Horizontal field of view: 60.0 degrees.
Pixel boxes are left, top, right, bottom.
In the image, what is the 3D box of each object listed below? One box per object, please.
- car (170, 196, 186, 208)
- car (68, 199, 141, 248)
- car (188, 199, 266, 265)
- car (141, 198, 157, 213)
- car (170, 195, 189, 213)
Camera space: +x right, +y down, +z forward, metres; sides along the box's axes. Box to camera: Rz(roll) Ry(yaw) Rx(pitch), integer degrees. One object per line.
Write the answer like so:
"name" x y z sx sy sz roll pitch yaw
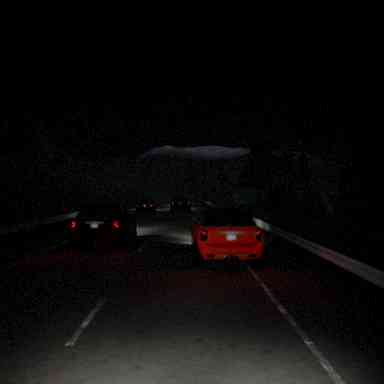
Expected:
"car" -1.982 1.279 45.336 2.033 1.411 5.357 0 0 -4
"car" -3.681 1.267 14.445 2.097 1.767 4.553 0 0 -2
"car" 1.064 1.282 11.533 2.097 1.767 4.553 0 0 -1
"car" -4.650 1.346 33.992 2.033 1.411 5.357 0 0 -4
"car" -1.221 1.147 34.416 2.097 1.767 4.553 0 0 -3
